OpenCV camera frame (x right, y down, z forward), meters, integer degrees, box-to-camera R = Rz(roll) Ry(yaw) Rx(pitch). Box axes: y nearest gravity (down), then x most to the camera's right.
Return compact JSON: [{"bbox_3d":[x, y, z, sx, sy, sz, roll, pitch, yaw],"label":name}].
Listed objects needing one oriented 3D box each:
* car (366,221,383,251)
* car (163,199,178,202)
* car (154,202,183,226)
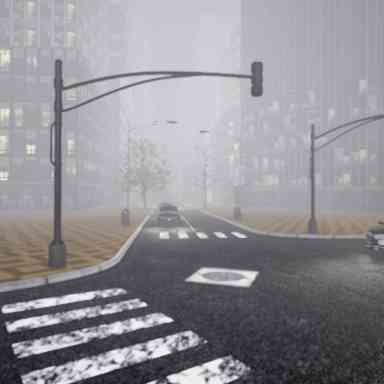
[{"bbox_3d":[8.936,1.595,13.429,4.902,1.511,2.128,0,0,-35],"label":"car"},{"bbox_3d":[-2.772,1.933,37.436,1.837,1.490,4.892,0,0,-5],"label":"car"},{"bbox_3d":[-1.848,1.802,26.408,1.837,1.490,4.892,0,-1,-5],"label":"car"}]
